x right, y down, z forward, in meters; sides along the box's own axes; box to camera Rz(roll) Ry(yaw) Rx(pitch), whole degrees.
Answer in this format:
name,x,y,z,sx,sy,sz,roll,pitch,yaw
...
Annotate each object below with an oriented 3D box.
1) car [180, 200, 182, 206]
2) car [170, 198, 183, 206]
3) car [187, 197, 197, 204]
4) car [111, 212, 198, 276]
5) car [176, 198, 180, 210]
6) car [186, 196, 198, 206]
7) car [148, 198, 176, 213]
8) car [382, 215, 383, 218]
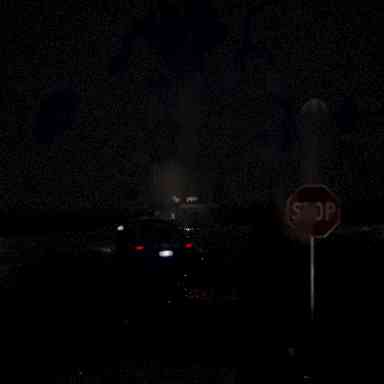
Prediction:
name,x,y,z,sx,sy,sz,roll,pitch,yaw
car,-2.842,1.606,50.217,2.128,1.511,4.902,0,-1,0
car,-2.788,1.788,60.168,1.994,1.385,4.181,0,-1,1
car,-0.021,1.877,72.210,2.033,1.411,5.357,0,-1,0
car,-1.315,1.535,10.384,1.994,1.385,4.181,0,0,-19
car,-2.850,1.625,40.509,1.895,1.301,4.718,0,0,0
car,-0.018,1.599,62.182,2.097,1.767,4.553,0,-1,0
car,-2.863,1.517,30.890,2.033,1.411,5.357,0,0,0
car,12.647,1.092,17.342,4.718,1.301,1.895,-2,-1,-2
